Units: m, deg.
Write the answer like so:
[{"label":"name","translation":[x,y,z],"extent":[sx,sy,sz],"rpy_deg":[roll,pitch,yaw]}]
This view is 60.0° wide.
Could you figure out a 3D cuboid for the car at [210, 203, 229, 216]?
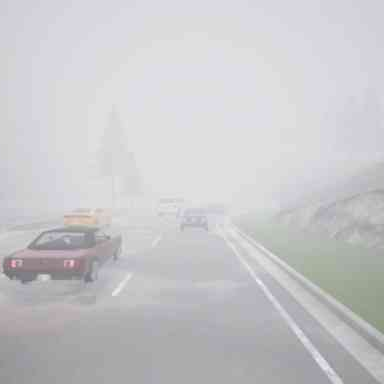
[{"label":"car","translation":[2.893,1.917,38.252],"extent":[2.033,1.411,5.357],"rpy_deg":[0,-1,17]}]

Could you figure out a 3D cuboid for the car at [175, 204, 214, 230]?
[{"label":"car","translation":[0.209,1.767,22.667],"extent":[2.033,1.411,5.357],"rpy_deg":[0,-1,2]}]

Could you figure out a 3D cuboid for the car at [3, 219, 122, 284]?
[{"label":"car","translation":[-3.404,1.698,9.885],"extent":[1.895,1.301,4.718],"rpy_deg":[0,-1,0]}]

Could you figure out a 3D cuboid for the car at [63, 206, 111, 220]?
[{"label":"car","translation":[-6.797,1.692,22.074],"extent":[1.882,1.535,5.008],"rpy_deg":[0,-1,2]}]

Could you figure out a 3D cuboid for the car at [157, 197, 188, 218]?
[{"label":"car","translation":[-1.829,1.552,34.131],"extent":[2.150,2.045,5.566],"rpy_deg":[0,-1,14]}]
